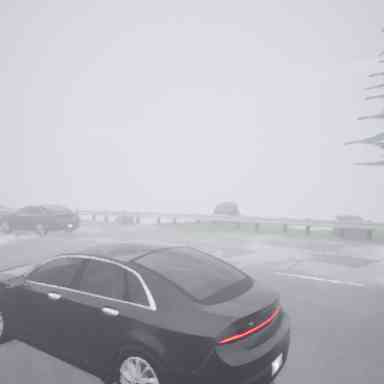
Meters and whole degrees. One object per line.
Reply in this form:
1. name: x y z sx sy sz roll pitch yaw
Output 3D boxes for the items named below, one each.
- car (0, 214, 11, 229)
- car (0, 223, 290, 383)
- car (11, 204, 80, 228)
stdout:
1. car: -10.760 1.425 15.005 4.902 1.511 2.128 0 1 30
2. car: -1.143 1.464 4.729 4.892 1.490 1.837 0 1 35
3. car: -8.020 1.393 17.441 4.892 1.490 1.837 0 0 31
